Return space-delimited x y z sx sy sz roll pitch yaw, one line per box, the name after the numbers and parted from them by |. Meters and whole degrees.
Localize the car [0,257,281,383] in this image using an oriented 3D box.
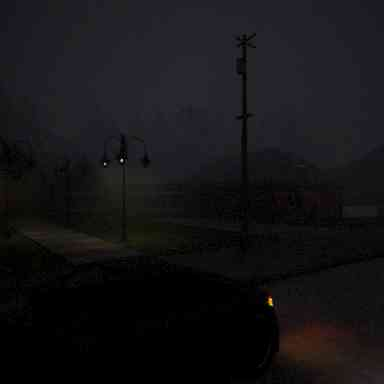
-0.894 1.563 3.956 4.181 1.385 1.994 0 0 -35 | car
